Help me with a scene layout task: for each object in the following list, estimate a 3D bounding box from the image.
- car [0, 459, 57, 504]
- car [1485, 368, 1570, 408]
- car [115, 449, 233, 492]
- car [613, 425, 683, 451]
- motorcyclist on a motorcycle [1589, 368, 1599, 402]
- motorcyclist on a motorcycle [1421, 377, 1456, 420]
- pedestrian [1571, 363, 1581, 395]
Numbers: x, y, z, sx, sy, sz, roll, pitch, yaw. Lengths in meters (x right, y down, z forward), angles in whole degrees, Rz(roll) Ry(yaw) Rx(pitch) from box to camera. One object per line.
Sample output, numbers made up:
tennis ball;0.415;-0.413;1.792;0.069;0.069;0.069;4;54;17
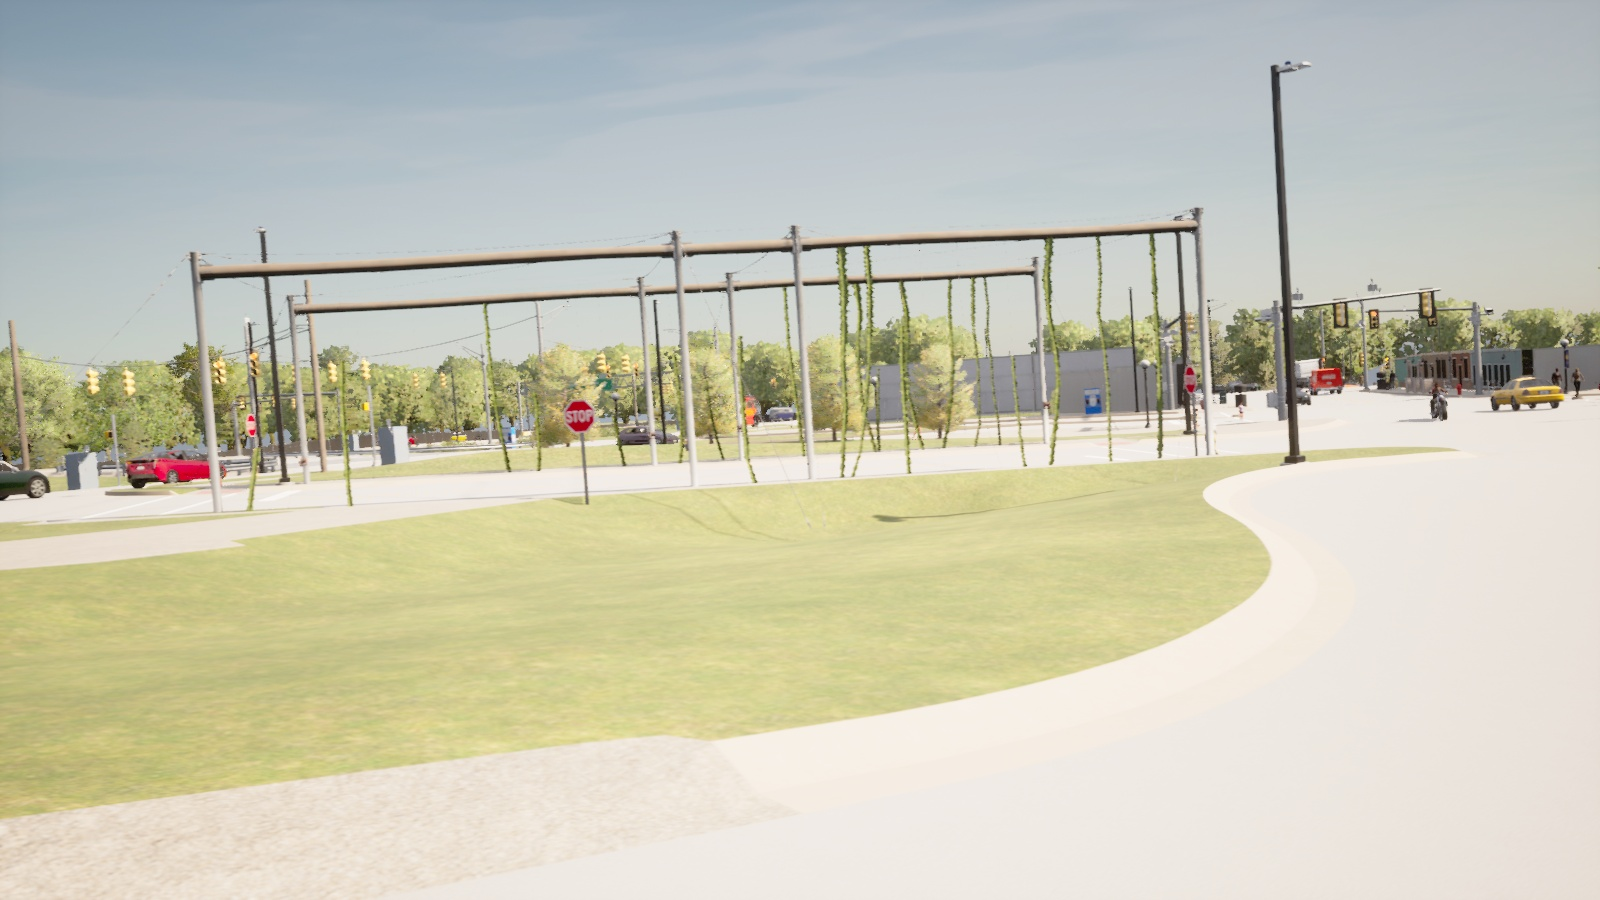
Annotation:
car;-28.652;1.185;44.277;1.970;1.475;3.806;-3;1;16
car;32.942;-2.770;57.013;1.801;1.575;5.366;-4;1;13
car;-26.491;0.837;53.333;2.007;1.525;4.514;-4;1;12
car;-10.101;-0.797;83.276;4.193;1.474;1.816;-1;3;25
motorcyclist on a motorcycle;36.742;-2.985;57.104;0.797;1.523;2.044;-4;1;15
motorcyclist on a motorcycle;26.285;-2.135;51.706;0.766;1.649;2.350;-4;3;16
pedestrian;44.877;-4.107;72.587;0.331;1.846;0.634;-3;3;23
